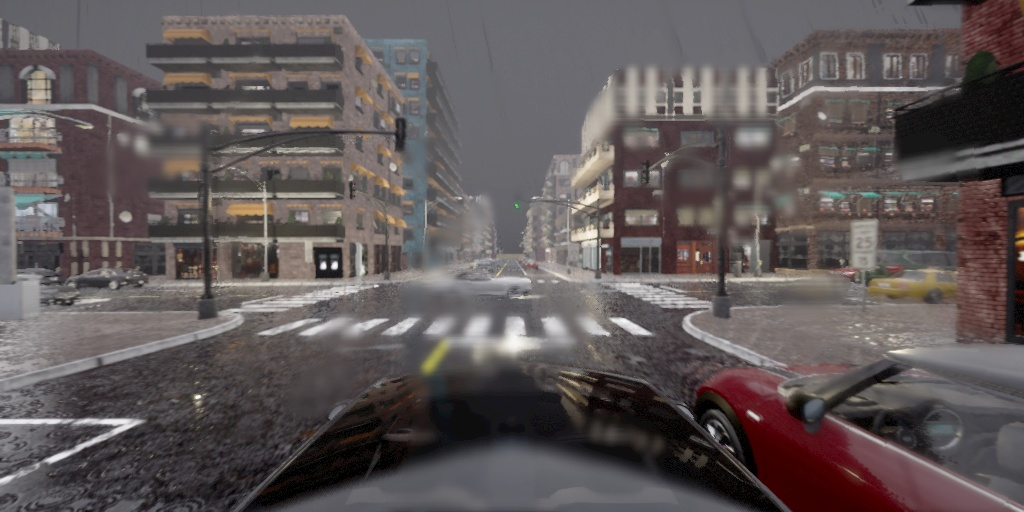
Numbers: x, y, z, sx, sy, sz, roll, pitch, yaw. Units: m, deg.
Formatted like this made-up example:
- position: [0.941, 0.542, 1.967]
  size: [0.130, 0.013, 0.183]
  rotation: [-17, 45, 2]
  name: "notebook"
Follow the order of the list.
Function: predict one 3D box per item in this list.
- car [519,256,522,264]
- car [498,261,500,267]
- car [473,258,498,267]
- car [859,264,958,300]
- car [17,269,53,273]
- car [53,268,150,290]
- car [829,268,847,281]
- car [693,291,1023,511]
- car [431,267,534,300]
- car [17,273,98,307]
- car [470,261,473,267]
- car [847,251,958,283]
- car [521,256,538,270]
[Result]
- position: [2.708, 1.140, 62.453]
  size: [1.967, 1.591, 4.097]
  rotation: [0, 0, 0]
  name: "car"
- position: [-3.008, 1.267, 60.093]
  size: [1.994, 1.385, 4.181]
  rotation: [0, 0, 1]
  name: "car"
- position: [-3.068, 1.278, 41.613]
  size: [1.994, 1.385, 4.181]
  rotation: [0, 0, 0]
  name: "car"
- position: [17.403, 1.150, 14.510]
  size: [4.829, 1.417, 1.751]
  rotation: [0, 0, 0]
  name: "car"
- position: [-31.869, 1.540, 23.348]
  size: [4.313, 1.339, 1.948]
  rotation: [0, 0, 0]
  name: "car"
- position: [-26.243, 1.466, 23.310]
  size: [4.403, 1.370, 2.007]
  rotation: [0, 0, 0]
  name: "car"
- position: [22.956, 1.023, 23.090]
  size: [4.207, 1.307, 1.802]
  rotation: [0, 0, 0]
  name: "car"
- position: [2.689, 1.190, 1.826]
  size: [1.967, 1.591, 4.097]
  rotation: [0, 0, 0]
  name: "car"
- position: [-1.383, 1.364, 17.446]
  size: [4.718, 1.301, 1.895]
  rotation: [-1, 1, 0]
  name: "car"
- position: [-20.707, 1.539, 14.926]
  size: [4.403, 1.370, 2.007]
  rotation: [0, 0, 0]
  name: "car"
- position: [-5.641, 1.230, 56.652]
  size: [1.751, 1.417, 4.829]
  rotation: [0, 0, 0]
  name: "car"
- position: [20.097, 0.791, 17.296]
  size: [5.566, 2.045, 2.150]
  rotation: [0, 1, 0]
  name: "car"
- position: [2.705, 1.148, 51.111]
  size: [1.967, 1.591, 4.097]
  rotation: [0, 0, 0]
  name: "car"
